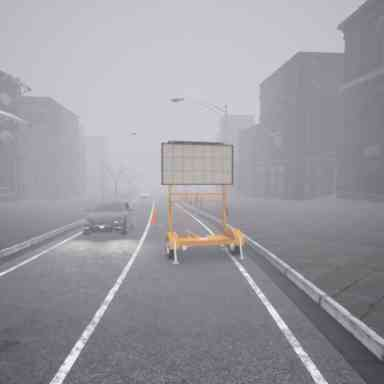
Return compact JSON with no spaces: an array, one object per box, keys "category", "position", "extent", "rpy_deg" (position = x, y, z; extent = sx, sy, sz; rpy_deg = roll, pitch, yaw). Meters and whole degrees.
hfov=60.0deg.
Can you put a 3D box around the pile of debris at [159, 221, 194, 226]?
[{"category":"pile of debris","position":[-0.892,1.741,18.475],"extent":[1.860,0.140,1.500],"rpy_deg":[0,1,-5]}]

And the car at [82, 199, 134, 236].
[{"category":"car","position":[-3.830,1.131,15.802],"extent":[1.837,1.490,4.892],"rpy_deg":[0,1,-5]}]

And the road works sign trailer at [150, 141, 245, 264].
[{"category":"road works sign trailer","position":[0.141,0.174,10.847],"extent":[2.380,3.560,2.880],"rpy_deg":[-1,1,-16]}]

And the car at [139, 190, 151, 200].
[{"category":"car","position":[-8.028,0.481,56.550],"extent":[1.812,1.442,4.674],"rpy_deg":[0,3,-6]}]
